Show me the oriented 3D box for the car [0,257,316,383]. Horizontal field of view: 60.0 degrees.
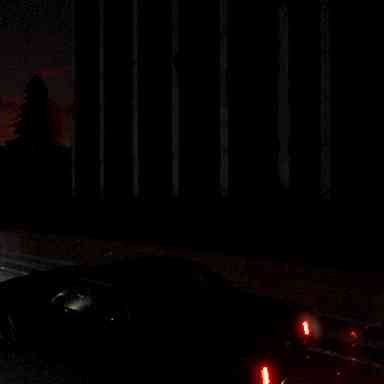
[{"bbox_3d":[-0.926,1.620,4.632,4.718,1.301,1.895,0,0,34],"label":"car"}]
